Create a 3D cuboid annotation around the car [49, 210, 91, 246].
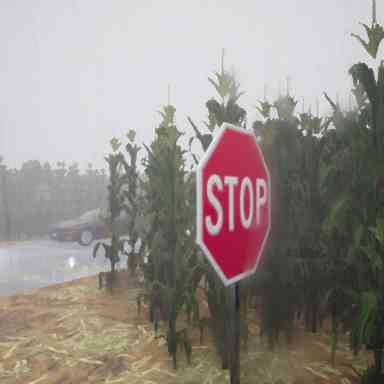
[{"bbox_3d":[-4.197,1.495,15.734,1.882,1.535,5.008,0,0,36],"label":"car"}]
